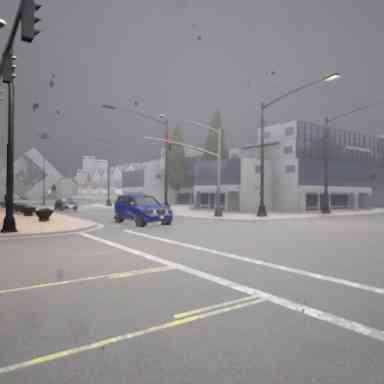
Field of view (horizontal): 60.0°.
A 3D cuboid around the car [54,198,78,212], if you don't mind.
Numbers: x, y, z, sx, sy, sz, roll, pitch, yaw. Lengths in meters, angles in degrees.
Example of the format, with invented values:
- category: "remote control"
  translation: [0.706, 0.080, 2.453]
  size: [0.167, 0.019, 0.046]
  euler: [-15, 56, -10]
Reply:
- category: "car"
  translation: [-14.953, 1.503, 39.390]
  size: [2.128, 1.511, 4.902]
  euler: [1, -1, -35]

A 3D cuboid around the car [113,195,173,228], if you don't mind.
- category: "car"
  translation: [-3.546, 1.241, 23.175]
  size: [2.150, 2.045, 5.566]
  euler: [1, 0, -37]
